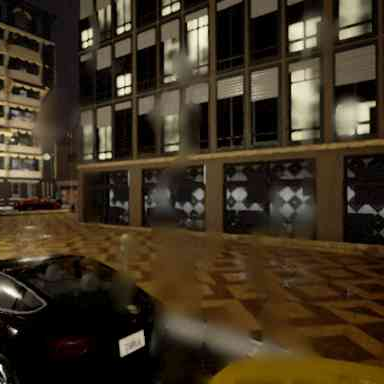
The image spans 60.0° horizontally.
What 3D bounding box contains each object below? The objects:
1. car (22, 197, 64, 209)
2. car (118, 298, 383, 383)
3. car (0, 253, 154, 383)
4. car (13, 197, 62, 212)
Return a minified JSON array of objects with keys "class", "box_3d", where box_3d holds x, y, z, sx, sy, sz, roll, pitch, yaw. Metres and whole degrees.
[{"class":"car","box_3d":[-18.005,1.270,40.400,1.947,1.339,4.313,-1,-1,35]},{"class":"car","box_3d":[2.006,1.536,1.462,4.829,1.417,1.752,1,-1,35]},{"class":"car","box_3d":[-2.286,1.513,4.520,4.313,1.339,1.947,1,-1,35]},{"class":"car","box_3d":[-14.372,1.212,31.039,1.802,1.307,4.206,-1,-1,35]}]
